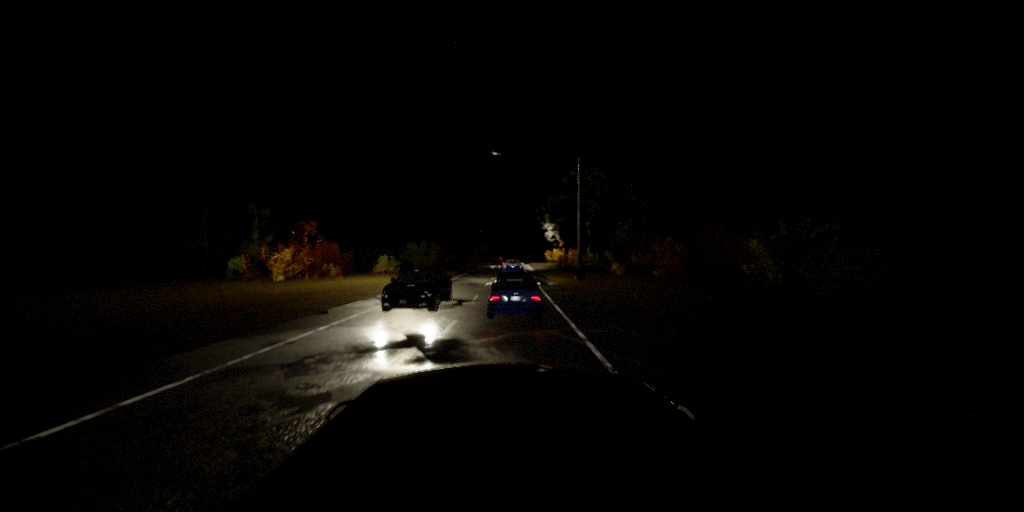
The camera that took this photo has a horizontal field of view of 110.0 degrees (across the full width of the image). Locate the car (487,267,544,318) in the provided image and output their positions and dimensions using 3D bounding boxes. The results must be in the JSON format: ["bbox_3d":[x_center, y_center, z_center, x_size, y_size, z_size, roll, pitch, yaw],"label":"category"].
[{"bbox_3d":[0.099,1.298,13.032,2.033,1.411,5.357,0,0,0],"label":"car"}]

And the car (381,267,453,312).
[{"bbox_3d":[-3.601,1.228,14.322,1.882,1.535,5.008,0,0,0],"label":"car"}]

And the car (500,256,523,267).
[{"bbox_3d":[0.096,1.105,37.561,2.097,1.767,4.553,0,0,0],"label":"car"}]
